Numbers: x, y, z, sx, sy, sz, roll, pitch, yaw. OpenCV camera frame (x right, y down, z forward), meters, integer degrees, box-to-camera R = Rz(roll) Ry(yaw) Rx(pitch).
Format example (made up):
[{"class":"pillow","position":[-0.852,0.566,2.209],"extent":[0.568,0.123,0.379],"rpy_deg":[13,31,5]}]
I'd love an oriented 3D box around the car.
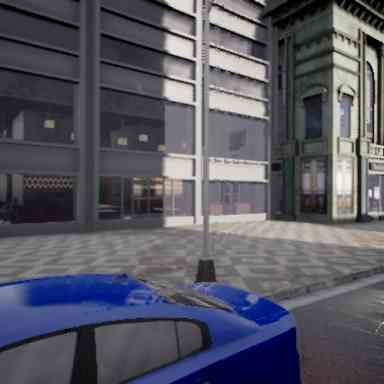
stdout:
[{"class":"car","position":[-1.305,1.479,2.442],"extent":[5.008,1.535,1.882],"rpy_deg":[1,0,-35]}]
